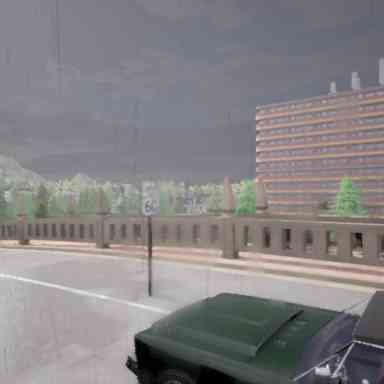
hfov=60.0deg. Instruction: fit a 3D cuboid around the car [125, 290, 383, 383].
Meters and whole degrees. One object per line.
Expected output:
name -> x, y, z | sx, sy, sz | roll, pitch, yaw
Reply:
car -> 1.650, 1.603, 2.817 | 4.718, 1.301, 1.895 | -1, 0, 36
